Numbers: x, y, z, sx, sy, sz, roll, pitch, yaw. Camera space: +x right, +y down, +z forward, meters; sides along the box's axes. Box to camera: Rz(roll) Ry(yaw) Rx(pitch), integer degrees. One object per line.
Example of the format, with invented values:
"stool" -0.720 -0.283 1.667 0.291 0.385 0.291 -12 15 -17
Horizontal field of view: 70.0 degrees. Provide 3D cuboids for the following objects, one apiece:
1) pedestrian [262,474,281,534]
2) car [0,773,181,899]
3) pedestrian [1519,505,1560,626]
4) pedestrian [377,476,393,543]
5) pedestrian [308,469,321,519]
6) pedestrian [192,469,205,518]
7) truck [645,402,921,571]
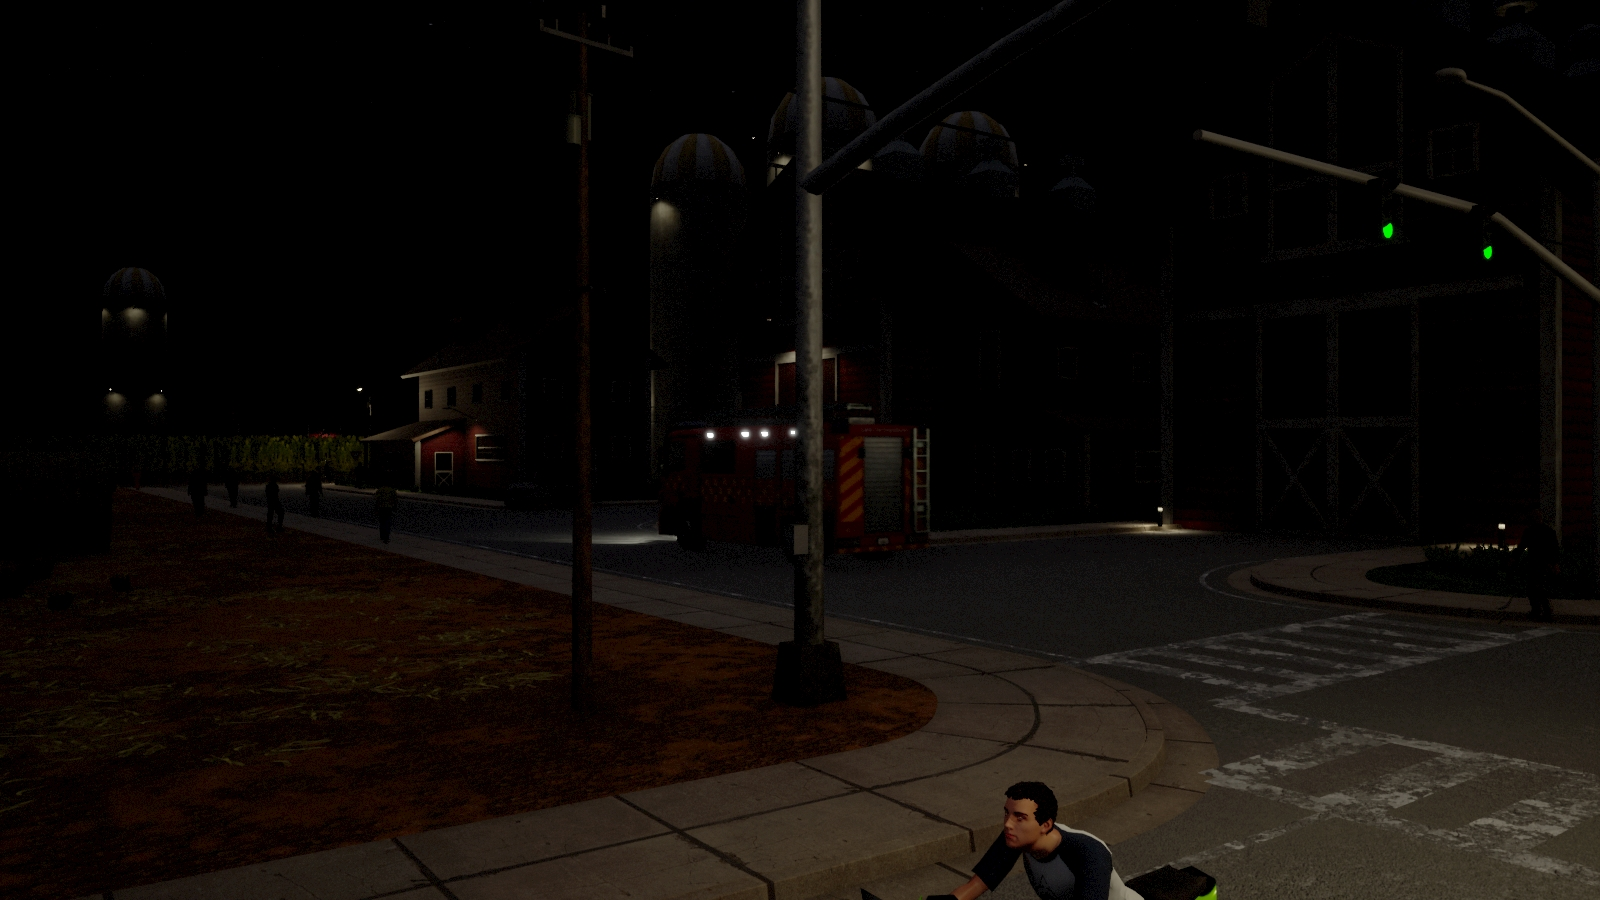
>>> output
"pedestrian" -16.364 1.666 35.367 0.375 1.860 0.375 0 0 23
"car" -3.384 1.906 1.453 4.553 1.767 2.097 0 0 -35
"pedestrian" 11.649 1.807 18.003 0.375 1.860 0.375 0 0 -9
"pedestrian" -11.653 1.665 32.071 0.375 1.860 0.375 0 0 -27
"pedestrian" -18.408 1.664 43.357 0.375 1.860 0.375 0 0 -36
"pedestrian" -22.960 1.666 43.615 0.375 1.860 0.375 0 0 -34
"truck" -0.758 0.842 30.144 2.891 3.827 8.468 0 0 -36
